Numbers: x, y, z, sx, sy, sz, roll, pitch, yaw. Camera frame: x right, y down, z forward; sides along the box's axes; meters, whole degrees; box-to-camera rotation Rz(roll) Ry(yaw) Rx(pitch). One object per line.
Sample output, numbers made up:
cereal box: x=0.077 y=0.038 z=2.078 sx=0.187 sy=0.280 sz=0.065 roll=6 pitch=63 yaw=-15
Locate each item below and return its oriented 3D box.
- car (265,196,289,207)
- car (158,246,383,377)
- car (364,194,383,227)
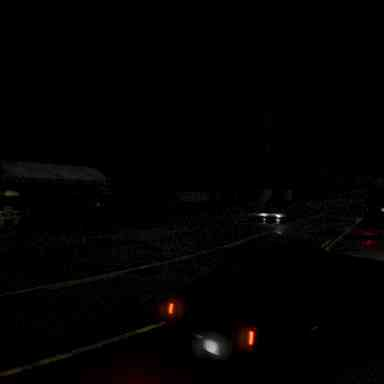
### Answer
car: x=9.601 y=1.182 z=37.421 sx=1.837 sy=1.490 sz=4.892 roll=-1 pitch=0 yaw=30
car: x=1.806 y=1.595 z=5.641 sx=4.718 sy=1.301 sz=1.895 roll=0 pitch=0 yaw=-45
car: x=12.506 y=1.132 z=21.569 sx=2.150 sy=2.045 sz=5.566 roll=-1 pitch=0 yaw=31
